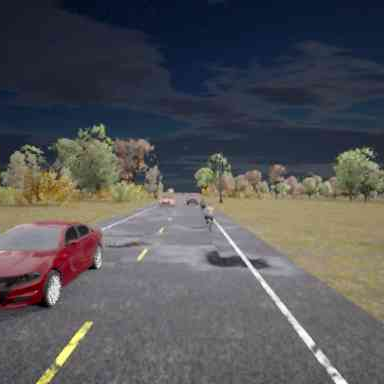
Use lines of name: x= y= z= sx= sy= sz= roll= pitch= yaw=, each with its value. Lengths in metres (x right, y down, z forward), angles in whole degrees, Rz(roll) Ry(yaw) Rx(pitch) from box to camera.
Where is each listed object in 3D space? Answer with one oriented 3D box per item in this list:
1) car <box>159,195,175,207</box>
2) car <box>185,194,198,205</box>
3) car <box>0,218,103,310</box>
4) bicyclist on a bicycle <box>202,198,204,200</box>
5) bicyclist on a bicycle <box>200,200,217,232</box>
car: x=-3.596 y=1.238 z=47.895 sx=2.097 sy=1.767 sz=4.553 roll=0 pitch=0 yaw=0
car: x=0.068 y=1.390 z=56.538 sx=1.812 sy=1.442 sz=4.674 roll=0 pitch=0 yaw=0
car: x=-3.602 y=1.458 z=8.071 sx=1.882 sy=1.535 sz=5.008 roll=0 pitch=0 yaw=0
bicyclist on a bicycle: x=0.952 y=1.383 z=29.204 sx=0.582 sy=1.620 sz=1.656 roll=0 pitch=0 yaw=0
bicyclist on a bicycle: x=0.972 y=1.392 z=18.530 sx=0.866 sy=1.612 sz=1.509 roll=0 pitch=0 yaw=0
